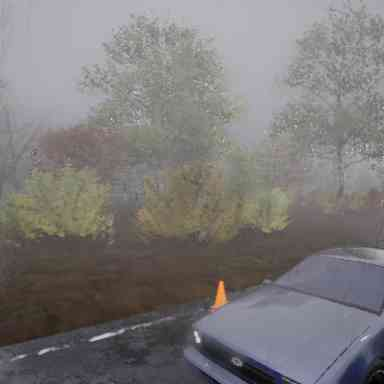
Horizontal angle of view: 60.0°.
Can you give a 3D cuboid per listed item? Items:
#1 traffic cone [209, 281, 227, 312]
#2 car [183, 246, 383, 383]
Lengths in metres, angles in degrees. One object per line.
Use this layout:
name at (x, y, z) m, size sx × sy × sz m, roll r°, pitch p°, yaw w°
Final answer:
traffic cone at (0.556, 1.976, 6.275) m, size 0.340 × 0.580 × 0.340 m, roll 0°, pitch 0°, yaw -37°
car at (2.494, 1.567, 4.780) m, size 5.357 × 1.411 × 2.033 m, roll 0°, pitch 0°, yaw -37°
